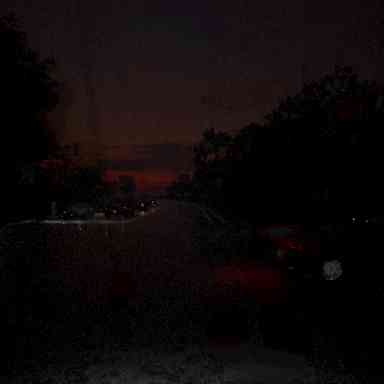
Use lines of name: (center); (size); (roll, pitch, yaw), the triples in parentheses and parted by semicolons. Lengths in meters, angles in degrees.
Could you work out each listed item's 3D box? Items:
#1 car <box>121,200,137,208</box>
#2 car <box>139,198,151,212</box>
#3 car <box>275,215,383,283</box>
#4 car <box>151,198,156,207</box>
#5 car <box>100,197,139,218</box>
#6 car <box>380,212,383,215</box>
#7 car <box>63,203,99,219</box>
car: (-11.010, 2.039, 58.394); (1.895, 1.301, 4.718); (0, 0, -2)
car: (-7.301, 1.734, 45.485); (2.097, 1.767, 4.553); (0, 0, -1)
car: (4.942, 1.573, 9.491); (5.008, 1.535, 1.882); (0, -1, -3)
car: (-7.596, 1.801, 59.947); (2.097, 1.767, 4.553); (0, 0, -2)
car: (-7.235, 1.515, 33.819); (2.150, 2.045, 5.566); (0, -1, 0)
car: (12.467, 1.805, 20.562); (4.718, 1.301, 1.895); (0, -1, -3)
car: (-10.720, 1.797, 31.893); (1.812, 1.442, 4.674); (0, 0, 0)
